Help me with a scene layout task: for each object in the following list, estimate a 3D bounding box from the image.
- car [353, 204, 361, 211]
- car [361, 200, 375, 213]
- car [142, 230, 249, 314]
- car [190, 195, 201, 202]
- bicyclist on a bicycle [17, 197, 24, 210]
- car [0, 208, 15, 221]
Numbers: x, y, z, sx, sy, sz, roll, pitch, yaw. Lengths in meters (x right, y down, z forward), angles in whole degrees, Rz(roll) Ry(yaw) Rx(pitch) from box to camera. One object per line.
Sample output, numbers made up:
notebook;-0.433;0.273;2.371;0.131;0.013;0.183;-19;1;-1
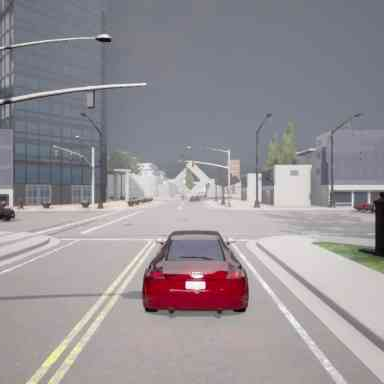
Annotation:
car;20.656;1.553;37.139;4.718;1.301;1.895;0;0;0
car;20.214;1.553;33.644;4.718;1.301;1.895;0;0;0
car;0.074;1.564;7.695;1.994;1.385;4.181;0;0;0
car;0.772;1.524;77.317;1.812;1.442;4.674;0;0;12
bicyclist on a bicycle;-21.982;1.466;42.585;0.582;1.620;1.656;-1;0;0
car;-16.602;1.587;26.151;5.008;1.535;1.882;-1;0;0
